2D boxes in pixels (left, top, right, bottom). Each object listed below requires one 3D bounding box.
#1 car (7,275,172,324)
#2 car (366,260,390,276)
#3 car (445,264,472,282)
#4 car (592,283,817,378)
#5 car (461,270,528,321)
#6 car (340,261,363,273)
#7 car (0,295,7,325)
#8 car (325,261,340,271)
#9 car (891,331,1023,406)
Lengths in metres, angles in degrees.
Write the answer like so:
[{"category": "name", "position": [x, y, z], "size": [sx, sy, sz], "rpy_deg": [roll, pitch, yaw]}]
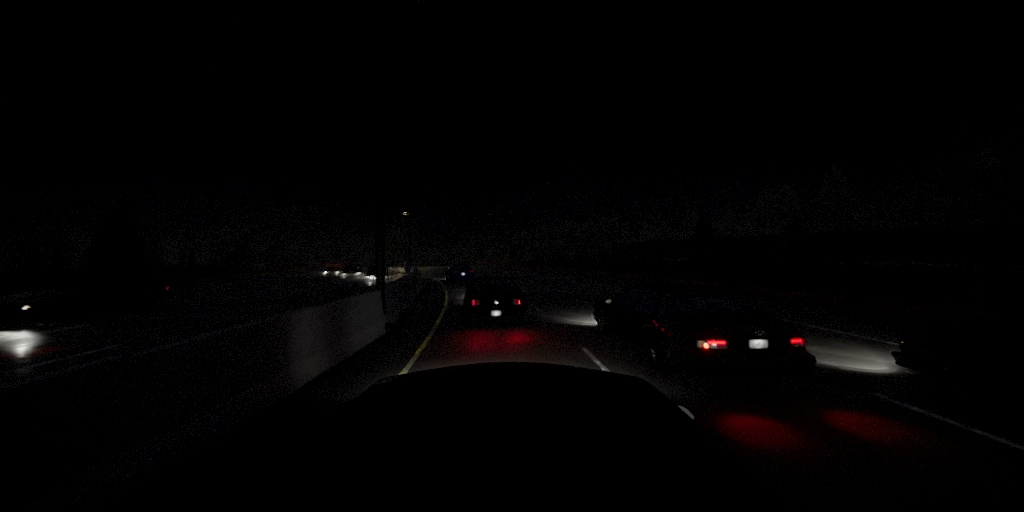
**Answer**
[{"category": "car", "position": [-14.978, 1.392, 12.696], "size": [2.033, 1.411, 5.357], "rpy_deg": [0, 0, -8]}, {"category": "car", "position": [-14.740, 1.444, 39.307], "size": [1.994, 1.385, 4.181], "rpy_deg": [0, 0, -17]}, {"category": "car", "position": [-4.290, 1.361, 29.524], "size": [1.994, 1.385, 4.181], "rpy_deg": [0, 0, -16]}, {"category": "car", "position": [3.296, 1.286, 7.546], "size": [2.033, 1.411, 5.357], "rpy_deg": [0, 0, -4]}, {"category": "car", "position": [-0.704, 1.364, 12.540], "size": [1.895, 1.301, 4.718], "rpy_deg": [0, 0, -7]}, {"category": "car", "position": [-20.867, 1.407, 47.169], "size": [1.882, 1.535, 5.008], "rpy_deg": [0, 0, -17]}, {"category": "car", "position": [-10.703, 1.349, 4.195], "size": [2.033, 1.411, 5.357], "rpy_deg": [0, 0, -2]}, {"category": "car", "position": [-26.465, 1.453, 53.381], "size": [1.882, 1.535, 5.008], "rpy_deg": [0, 0, -17]}, {"category": "car", "position": [6.991, 1.267, 3.172], "size": [2.033, 1.411, 5.357], "rpy_deg": [0, 0, -1]}]
